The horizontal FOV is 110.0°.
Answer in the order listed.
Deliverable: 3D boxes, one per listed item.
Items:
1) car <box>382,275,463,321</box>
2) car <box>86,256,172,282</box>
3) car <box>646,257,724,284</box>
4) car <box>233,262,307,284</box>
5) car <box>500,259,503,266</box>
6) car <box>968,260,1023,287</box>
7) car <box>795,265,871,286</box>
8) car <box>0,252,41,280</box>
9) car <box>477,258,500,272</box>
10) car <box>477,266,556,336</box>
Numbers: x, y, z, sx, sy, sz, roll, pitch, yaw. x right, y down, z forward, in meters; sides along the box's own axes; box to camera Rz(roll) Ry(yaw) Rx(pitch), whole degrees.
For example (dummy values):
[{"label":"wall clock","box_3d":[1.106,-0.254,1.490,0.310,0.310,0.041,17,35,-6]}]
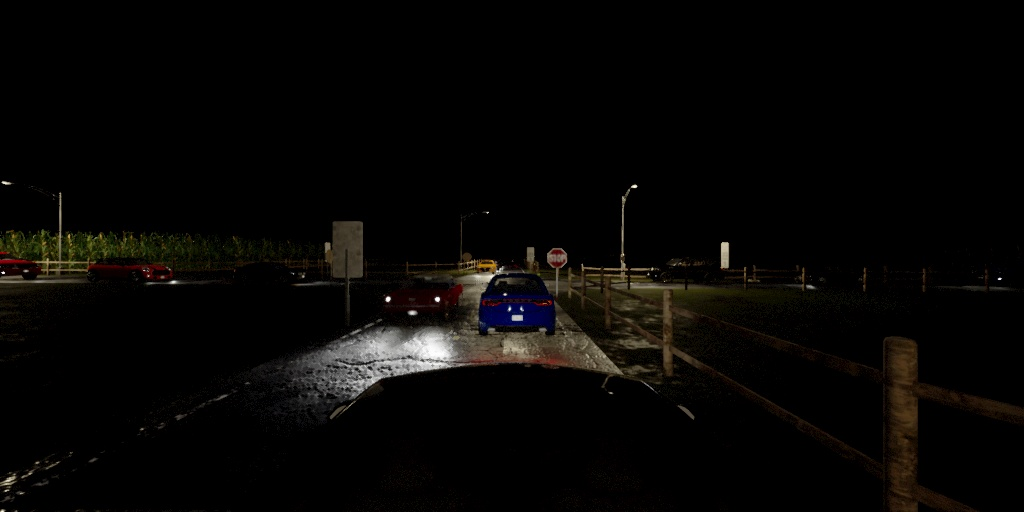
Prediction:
[{"label":"car","box_3d":[-2.929,1.350,12.653,1.895,1.301,4.718,0,0,-1]},{"label":"car","box_3d":[-26.958,0.903,25.390,4.553,1.767,2.097,0,0,1]},{"label":"car","box_3d":[13.402,1.087,27.888,5.566,2.045,2.150,1,0,1]},{"label":"car","box_3d":[-17.026,1.155,25.272,4.674,1.442,1.812,0,0,1]},{"label":"car","box_3d":[-2.736,1.309,50.962,1.994,1.385,4.181,0,0,0]},{"label":"car","box_3d":[38.858,1.319,27.556,5.566,2.045,2.150,1,0,1]},{"label":"car","box_3d":[24.723,1.469,27.738,4.892,1.490,1.837,1,0,1]},{"label":"car","box_3d":[-37.296,0.692,25.515,5.566,2.045,2.150,0,0,1]},{"label":"car","box_3d":[-2.808,1.223,40.892,1.882,1.535,5.008,0,0,2]},{"label":"car","box_3d":[0.120,1.227,10.456,1.882,1.535,5.008,0,0,0]}]
